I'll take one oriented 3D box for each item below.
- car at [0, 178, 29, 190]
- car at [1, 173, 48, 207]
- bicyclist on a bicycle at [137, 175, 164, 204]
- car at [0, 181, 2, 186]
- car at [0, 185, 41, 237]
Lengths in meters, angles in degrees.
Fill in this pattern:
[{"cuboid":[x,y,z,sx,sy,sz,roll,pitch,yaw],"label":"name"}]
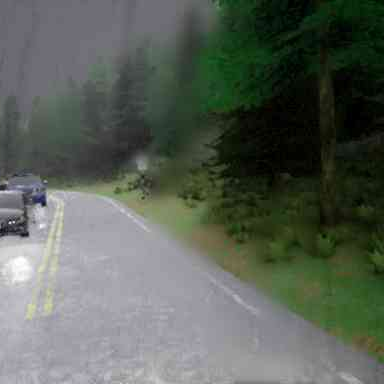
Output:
[{"cuboid":[-21.446,-0.961,39.076,4.718,1.301,1.895,2,3,32],"label":"car"},{"cuboid":[-10.751,-0.179,21.805,2.150,2.045,5.566,-3,5,-24],"label":"car"},{"cuboid":[-2.480,-0.242,19.077,1.656,1.620,0.582,-19,9,-19],"label":"bicyclist on a bicycle"},{"cuboid":[-16.518,-0.502,30.772,2.033,1.411,5.357,-3,5,-43],"label":"car"},{"cuboid":[-7.045,0.759,12.552,1.837,1.490,4.892,-3,5,-21],"label":"car"}]
